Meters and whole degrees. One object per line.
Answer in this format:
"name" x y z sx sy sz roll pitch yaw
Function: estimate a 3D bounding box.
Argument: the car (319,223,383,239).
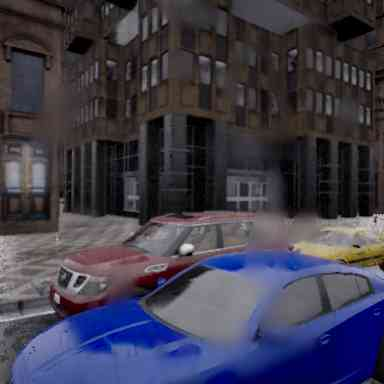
"car" 4.400 1.624 9.779 4.829 1.417 1.752 1 0 -35

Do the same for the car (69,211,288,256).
"car" -0.036 1.355 6.619 5.009 1.841 2.192 1 0 -35

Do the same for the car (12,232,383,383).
"car" 0.704 1.507 3.879 5.008 1.535 1.882 1 0 -35
